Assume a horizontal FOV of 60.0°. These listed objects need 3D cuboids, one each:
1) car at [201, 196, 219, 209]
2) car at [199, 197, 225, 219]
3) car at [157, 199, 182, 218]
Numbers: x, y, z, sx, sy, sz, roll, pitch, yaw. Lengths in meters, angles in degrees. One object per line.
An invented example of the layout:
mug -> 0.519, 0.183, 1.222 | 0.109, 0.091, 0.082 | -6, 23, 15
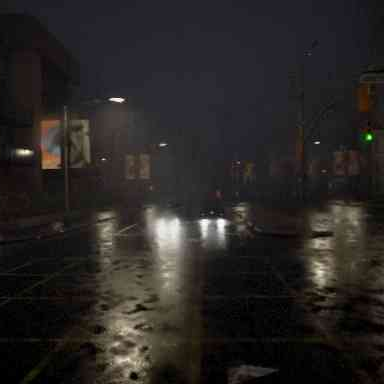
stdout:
car -> 2.201, 1.278, 40.813 | 1.994, 1.385, 4.181 | -1, 0, 3
car -> 1.587, 1.369, 27.057 | 1.994, 1.385, 4.181 | -1, 0, 3
car -> -1.911, 1.357, 29.069 | 2.128, 1.511, 4.902 | -1, 0, 3
